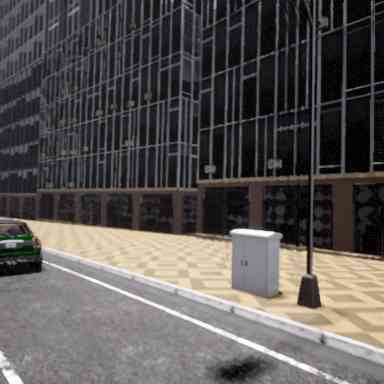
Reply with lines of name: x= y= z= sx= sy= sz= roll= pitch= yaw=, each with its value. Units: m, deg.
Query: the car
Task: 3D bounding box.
car: x=-7.228 y=1.776 z=12.221 sx=2.097 sy=1.767 sz=4.553 roll=3 pitch=-3 yaw=-43
